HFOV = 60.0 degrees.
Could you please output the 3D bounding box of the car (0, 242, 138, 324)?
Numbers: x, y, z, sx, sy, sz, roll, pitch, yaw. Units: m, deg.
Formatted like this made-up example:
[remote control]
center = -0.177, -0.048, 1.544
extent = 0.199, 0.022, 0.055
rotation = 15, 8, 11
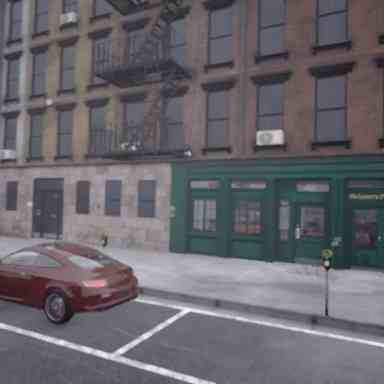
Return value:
[car]
center = -3.146, 1.755, 7.222
extent = 4.206, 1.307, 1.802
rotation = 1, -2, 26
